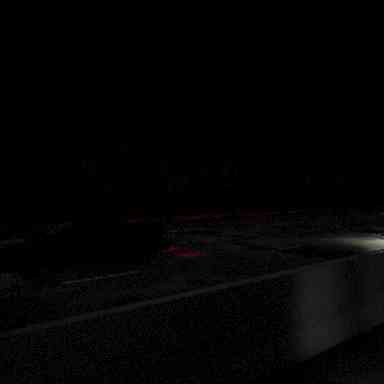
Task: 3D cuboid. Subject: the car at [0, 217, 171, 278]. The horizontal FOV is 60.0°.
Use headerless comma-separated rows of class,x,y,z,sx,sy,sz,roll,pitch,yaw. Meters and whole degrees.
car,-3.278,1.508,10.226,5.357,1.411,2.033,0,0,-35
